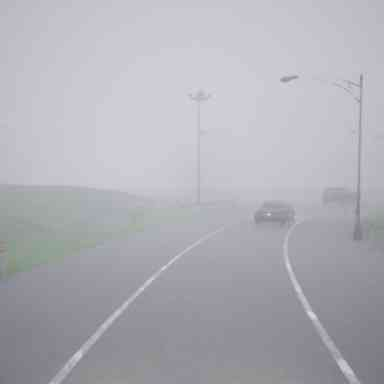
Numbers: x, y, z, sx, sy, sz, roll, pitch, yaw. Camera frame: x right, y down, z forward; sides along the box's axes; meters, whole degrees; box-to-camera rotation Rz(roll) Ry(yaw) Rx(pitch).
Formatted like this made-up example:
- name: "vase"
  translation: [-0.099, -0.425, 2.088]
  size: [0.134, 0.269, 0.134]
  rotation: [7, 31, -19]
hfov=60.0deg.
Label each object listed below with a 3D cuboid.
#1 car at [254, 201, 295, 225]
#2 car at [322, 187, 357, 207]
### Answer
- name: "car"
  translation: [5.494, 1.274, 21.848]
  size: [1.994, 1.385, 4.181]
  rotation: [1, 2, 25]
- name: "car"
  translation: [16.759, 0.492, 37.520]
  size: [5.566, 2.045, 2.150]
  rotation: [-1, 2, -44]
